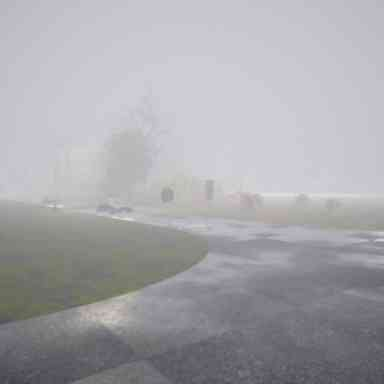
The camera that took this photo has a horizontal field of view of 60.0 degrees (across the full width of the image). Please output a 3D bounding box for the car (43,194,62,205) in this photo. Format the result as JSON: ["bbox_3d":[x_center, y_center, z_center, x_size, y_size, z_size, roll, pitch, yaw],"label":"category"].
[{"bbox_3d":[-20.350,1.005,48.359,2.128,1.511,4.902,0,1,-36],"label":"car"}]

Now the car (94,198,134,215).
[{"bbox_3d":[-7.265,1.283,30.564,2.033,1.411,5.357,0,1,-36],"label":"car"}]
